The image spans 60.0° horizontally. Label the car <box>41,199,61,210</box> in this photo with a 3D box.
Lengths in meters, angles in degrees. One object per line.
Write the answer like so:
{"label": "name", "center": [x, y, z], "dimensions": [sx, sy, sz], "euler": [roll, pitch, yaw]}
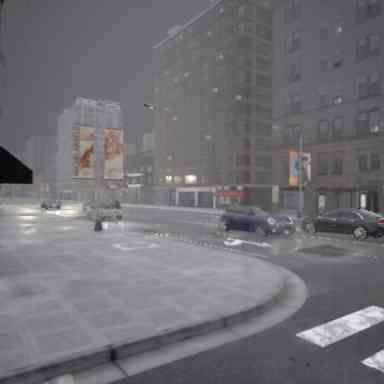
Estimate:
{"label": "car", "center": [-19.698, 1.714, 46.296], "dimensions": [2.128, 1.511, 4.902], "euler": [1, -1, -36]}

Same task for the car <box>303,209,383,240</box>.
{"label": "car", "center": [8.377, 1.698, 18.353], "dimensions": [1.837, 1.490, 4.892], "euler": [1, 0, -36]}

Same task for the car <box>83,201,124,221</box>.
{"label": "car", "center": [-7.722, 1.764, 29.362], "dimensions": [1.895, 1.301, 4.718], "euler": [1, -1, -36]}

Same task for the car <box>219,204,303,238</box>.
{"label": "car", "center": [3.636, 1.518, 19.058], "dimensions": [2.097, 1.767, 4.553], "euler": [1, 0, -36]}

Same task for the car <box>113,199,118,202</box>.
{"label": "car", "center": [-11.524, 1.765, 46.209], "dimensions": [1.837, 1.490, 4.892], "euler": [1, -1, -36]}

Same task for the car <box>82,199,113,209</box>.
{"label": "car", "center": [-12.066, 1.713, 41.082], "dimensions": [2.128, 1.511, 4.902], "euler": [1, -1, -35]}
